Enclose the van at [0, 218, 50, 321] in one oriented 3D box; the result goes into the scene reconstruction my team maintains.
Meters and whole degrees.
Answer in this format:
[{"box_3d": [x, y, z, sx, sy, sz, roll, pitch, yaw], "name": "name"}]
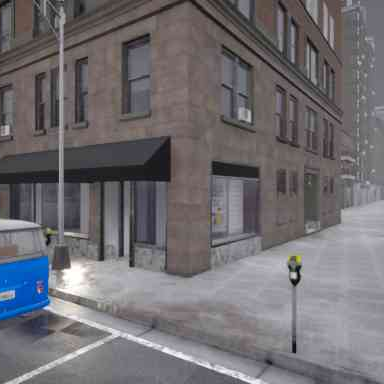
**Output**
[{"box_3d": [-4.335, 1.340, 6.112, 3.998, 1.788, 1.690, 0, 0, 35], "name": "van"}]
